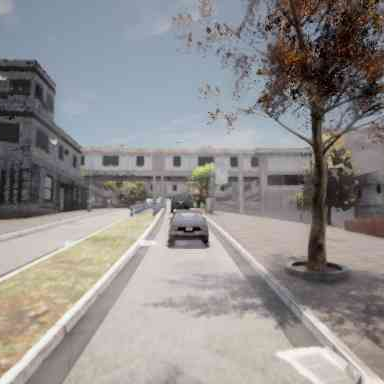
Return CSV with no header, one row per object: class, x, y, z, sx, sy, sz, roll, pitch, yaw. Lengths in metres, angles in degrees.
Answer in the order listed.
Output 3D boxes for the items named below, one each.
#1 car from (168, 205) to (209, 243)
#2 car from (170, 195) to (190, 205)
car,-0.209,1.572,16.187,2.033,1.411,5.357,0,0,-2
car,-1.369,1.376,38.465,2.150,2.045,5.566,0,-1,-4
